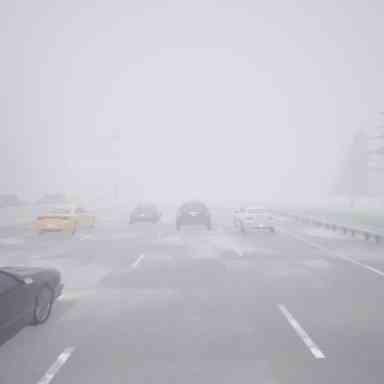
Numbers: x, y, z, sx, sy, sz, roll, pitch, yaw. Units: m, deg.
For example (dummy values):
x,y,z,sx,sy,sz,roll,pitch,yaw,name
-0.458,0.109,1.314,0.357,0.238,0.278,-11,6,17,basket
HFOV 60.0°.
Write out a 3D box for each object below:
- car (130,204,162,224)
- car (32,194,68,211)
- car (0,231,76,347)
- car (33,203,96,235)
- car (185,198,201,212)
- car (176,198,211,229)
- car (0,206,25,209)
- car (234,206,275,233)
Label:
x,y,z,sx,sy,sz,roll,pitch,yaw,name
-3.397,1.569,25.012,1.994,1.385,4.181,0,0,0,car
-17.584,1.230,41.507,2.150,2.045,5.566,0,0,0,car
-3.399,1.548,4.000,2.033,1.411,5.357,0,0,0,car
-6.898,1.481,18.723,1.882,1.535,5.008,0,0,0,car
0.105,1.513,40.638,1.837,1.490,4.892,0,0,0,car
0.102,1.356,21.676,2.097,1.767,4.553,0,0,0,car
-21.087,1.229,36.691,2.150,2.045,5.566,0,0,0,car
3.601,1.530,19.654,1.812,1.442,4.674,0,0,0,car
